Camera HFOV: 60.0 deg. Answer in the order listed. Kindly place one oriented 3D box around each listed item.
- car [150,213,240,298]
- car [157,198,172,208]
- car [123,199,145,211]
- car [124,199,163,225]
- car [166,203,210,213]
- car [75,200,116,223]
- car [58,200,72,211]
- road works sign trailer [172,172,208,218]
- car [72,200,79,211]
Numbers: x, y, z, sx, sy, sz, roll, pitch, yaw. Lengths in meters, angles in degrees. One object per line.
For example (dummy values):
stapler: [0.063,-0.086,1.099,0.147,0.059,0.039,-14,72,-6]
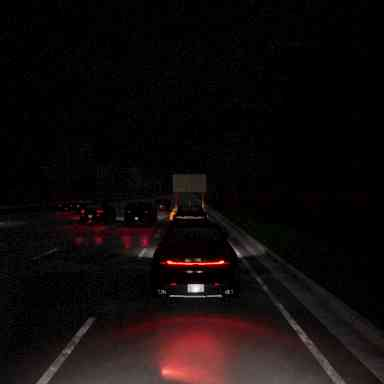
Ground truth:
car: [0.053,1.505,8.482,1.837,1.490,4.892,0,0,0]
car: [-3.710,1.502,41.866,1.837,1.490,4.892,0,-1,0]
car: [-7.211,1.601,41.835,1.895,1.301,4.718,0,0,0]
car: [-3.562,1.490,23.746,2.128,1.511,4.902,0,0,0]
car: [-0.051,1.488,18.870,2.128,1.511,4.902,0,0,1]
car: [-7.077,1.526,25.375,1.812,1.442,4.674,0,0,0]
car: [-14.193,1.600,39.668,1.895,1.301,4.718,0,0,0]
road works sign trailer: [-0.170,0.464,22.740,2.380,3.560,2.880,0,0,-3]
car: [-10.654,1.525,34.881,1.812,1.442,4.674,0,0,0]
